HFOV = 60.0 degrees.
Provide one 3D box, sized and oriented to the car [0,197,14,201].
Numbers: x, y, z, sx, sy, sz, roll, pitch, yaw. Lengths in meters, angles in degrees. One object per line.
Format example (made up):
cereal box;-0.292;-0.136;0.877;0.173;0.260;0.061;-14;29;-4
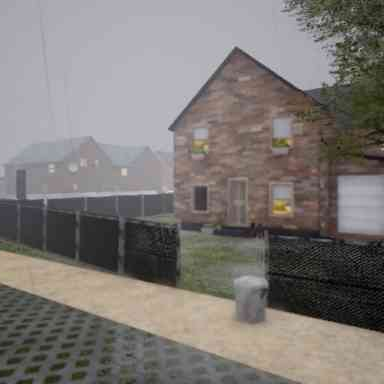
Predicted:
car;-13.233;1.155;22.017;1.882;1.535;5.008;0;1;32

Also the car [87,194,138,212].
car;-7.316;0.946;31.008;1.812;1.442;4.674;0;1;34

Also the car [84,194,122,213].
car;-7.382;1.055;25.694;1.812;1.442;4.674;0;1;34
